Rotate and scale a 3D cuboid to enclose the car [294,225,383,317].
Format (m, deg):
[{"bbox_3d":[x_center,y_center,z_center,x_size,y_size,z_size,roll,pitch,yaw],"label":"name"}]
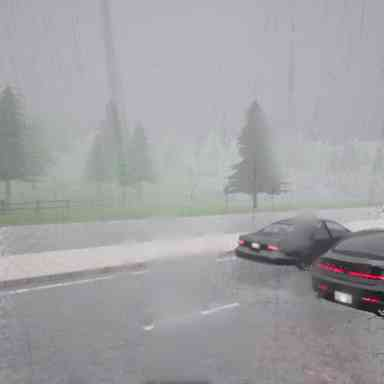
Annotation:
[{"bbox_3d":[4.535,1.507,6.990,4.892,1.490,1.837,-1,0,-35],"label":"car"}]

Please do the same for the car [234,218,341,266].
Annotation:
[{"bbox_3d":[3.833,1.547,10.771,5.357,1.411,2.033,0,0,-35],"label":"car"}]
